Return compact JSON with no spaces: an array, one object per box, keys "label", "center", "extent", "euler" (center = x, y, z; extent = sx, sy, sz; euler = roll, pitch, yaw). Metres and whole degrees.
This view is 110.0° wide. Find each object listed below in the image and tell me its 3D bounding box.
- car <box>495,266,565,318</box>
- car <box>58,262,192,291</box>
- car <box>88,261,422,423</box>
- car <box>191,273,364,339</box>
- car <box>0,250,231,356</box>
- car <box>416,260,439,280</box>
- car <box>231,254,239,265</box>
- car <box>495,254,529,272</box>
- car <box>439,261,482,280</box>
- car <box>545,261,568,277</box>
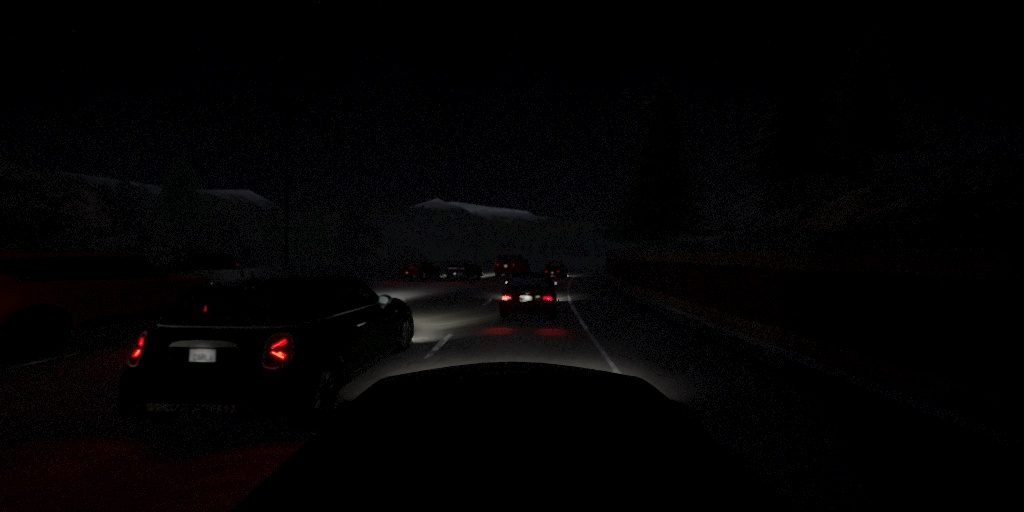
[{"label":"car","center":[0.655,1.264,12.892],"extent":[2.033,1.411,5.357],"euler":[0,0,5]},{"label":"car","center":[-23.121,1.122,21.845],"extent":[2.033,1.411,5.357],"euler":[0,0,8]},{"label":"car","center":[-3.231,1.073,5.945],"extent":[2.097,1.767,4.553],"euler":[0,0,2]},{"label":"car","center":[-6.509,1.290,10.803],"extent":[1.895,1.301,4.718],"euler":[0,0,4]},{"label":"car","center":[-10.151,0.901,8.565],"extent":[2.150,2.045,5.566],"euler":[0,0,3]},{"label":"car","center":[-7.438,1.102,29.445],"extent":[1.882,1.535,5.008],"euler":[0,0,11]},{"label":"car","center":[-19.597,0.818,21.772],"extent":[2.150,2.045,5.566],"euler":[0,0,8]},{"label":"car","center":[0.087,0.876,31.259],"extent":[2.150,2.045,5.566],"euler":[0,0,13]},{"label":"car","center":[-3.846,1.133,29.534],"extent":[2.128,1.511,4.902],"euler":[0,0,12]},{"label":"car","center":[3.894,1.196,32.089],"extent":[1.812,1.442,4.674],"euler":[0,0,13]}]
